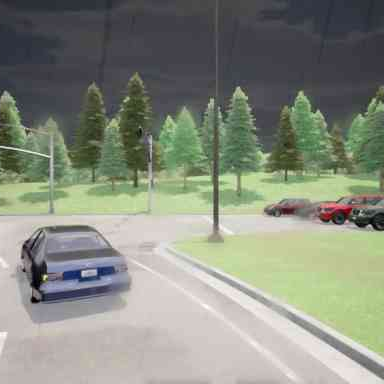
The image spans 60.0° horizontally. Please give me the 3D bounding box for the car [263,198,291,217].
[{"bbox_3d":[8.877,1.351,30.495,4.553,1.767,2.097,0,0,-4],"label":"car"}]

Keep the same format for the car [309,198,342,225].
[{"bbox_3d":[11.654,1.221,23.693,5.566,2.045,2.150,0,0,-5],"label":"car"}]

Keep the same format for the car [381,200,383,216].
[{"bbox_3d":[20.605,1.525,31.404,4.674,1.442,1.812,0,0,-5],"label":"car"}]

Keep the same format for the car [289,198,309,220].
[{"bbox_3d":[10.816,1.504,27.137,4.892,1.490,1.837,0,0,-5],"label":"car"}]

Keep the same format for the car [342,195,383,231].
[{"bbox_3d":[12.537,1.221,20.248,5.566,2.045,2.150,0,0,-4],"label":"car"}]

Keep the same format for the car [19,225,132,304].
[{"bbox_3d":[-3.157,1.547,8.337,2.033,1.411,5.357,0,0,-30],"label":"car"}]
